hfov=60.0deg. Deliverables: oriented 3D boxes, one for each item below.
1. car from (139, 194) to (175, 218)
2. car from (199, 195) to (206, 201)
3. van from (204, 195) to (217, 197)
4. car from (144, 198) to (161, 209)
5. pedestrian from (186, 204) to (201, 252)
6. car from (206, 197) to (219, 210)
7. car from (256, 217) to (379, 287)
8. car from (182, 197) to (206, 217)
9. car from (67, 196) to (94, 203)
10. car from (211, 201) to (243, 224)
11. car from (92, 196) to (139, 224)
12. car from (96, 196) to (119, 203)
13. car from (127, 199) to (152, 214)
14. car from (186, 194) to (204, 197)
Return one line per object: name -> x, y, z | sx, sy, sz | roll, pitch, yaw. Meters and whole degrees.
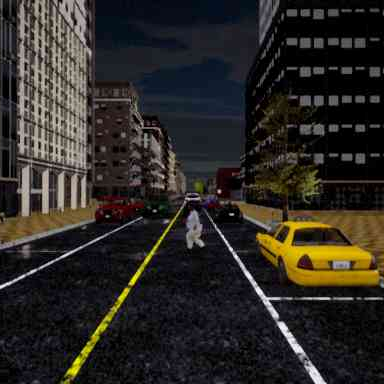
car -> -3.035, 1.226, 29.958 | 2.150, 2.045, 5.566 | 0, 0, 0
car -> 2.891, 1.593, 92.359 | 1.752, 1.417, 4.829 | 0, 0, 0
van -> 2.763, 1.352, 47.402 | 1.690, 1.788, 3.998 | 0, 0, 0
car -> -5.585, 1.577, 47.445 | 1.947, 1.339, 4.313 | 0, 0, 0
pedestrian -> 0.055, 1.292, 12.281 | 0.375, 1.860, 0.375 | 0, 0, 0
car -> 2.751, 1.589, 41.713 | 1.802, 1.307, 4.206 | 0, 0, 0
car -> 3.020, 1.454, 9.277 | 1.801, 1.575, 5.366 | 0, 0, 0
car -> 0.142, 1.507, 31.821 | 1.837, 1.490, 4.892 | 0, 0, 0
car -> -22.811, 1.487, 68.255 | 4.829, 1.417, 1.752 | 0, 0, 0
car -> 2.714, 1.565, 24.646 | 1.947, 1.339, 4.313 | 0, 0, 0
car -> -5.632, 1.314, 24.690 | 2.192, 1.841, 5.009 | 0, 0, 0
car -> -17.319, 1.554, 68.256 | 4.206, 1.307, 1.802 | 0, 0, 0
car -> -5.609, 1.549, 36.068 | 1.887, 1.381, 4.507 | 0, 0, 0
car -> 0.123, 1.231, 44.504 | 2.150, 2.045, 5.566 | 0, 0, 1
